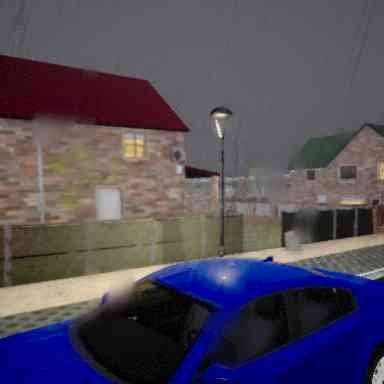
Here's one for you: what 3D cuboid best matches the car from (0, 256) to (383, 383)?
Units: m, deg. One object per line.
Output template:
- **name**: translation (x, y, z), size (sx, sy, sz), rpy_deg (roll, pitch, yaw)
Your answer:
- **car**: translation (0.189, 1.477, 3.208), size (5.008, 1.535, 1.882), rpy_deg (0, 0, -36)
